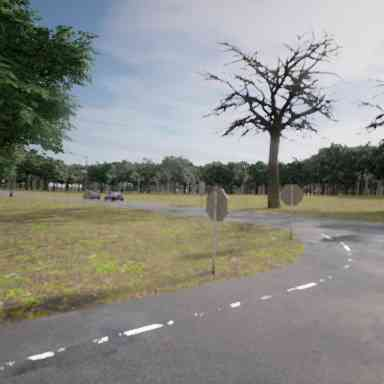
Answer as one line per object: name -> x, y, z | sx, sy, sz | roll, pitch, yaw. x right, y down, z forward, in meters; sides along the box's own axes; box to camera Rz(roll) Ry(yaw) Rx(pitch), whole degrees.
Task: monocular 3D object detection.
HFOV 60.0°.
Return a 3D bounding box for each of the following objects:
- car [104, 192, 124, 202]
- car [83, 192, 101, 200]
car -> -12.172, 0.740, 51.979 | 1.812, 1.442, 4.674 | 2, -1, -35
car -> -18.122, 0.713, 60.175 | 2.033, 1.411, 5.357 | 2, -1, -36
